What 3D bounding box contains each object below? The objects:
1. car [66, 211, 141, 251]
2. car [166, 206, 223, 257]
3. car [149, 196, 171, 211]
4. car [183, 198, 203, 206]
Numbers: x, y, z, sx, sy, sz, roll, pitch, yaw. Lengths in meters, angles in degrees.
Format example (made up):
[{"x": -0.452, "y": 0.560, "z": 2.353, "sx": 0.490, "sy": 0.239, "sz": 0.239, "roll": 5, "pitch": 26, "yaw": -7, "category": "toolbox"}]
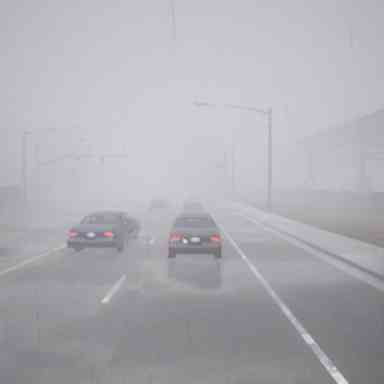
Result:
[{"x": -3.395, "y": 1.470, "z": 13.678, "sx": 2.033, "sy": 1.411, "sz": 5.357, "roll": 0, "pitch": 0, "yaw": 0, "category": "car"}, {"x": 0.096, "y": 1.476, "z": 12.571, "sx": 2.033, "sy": 1.411, "sz": 5.357, "roll": 0, "pitch": 0, "yaw": 0, "category": "car"}, {"x": -3.412, "y": 1.205, "z": 35.647, "sx": 1.812, "sy": 1.442, "sz": 4.674, "roll": 0, "pitch": 1, "yaw": 0, "category": "car"}, {"x": 0.092, "y": 1.257, "z": 32.091, "sx": 1.812, "sy": 1.442, "sz": 4.674, "roll": 0, "pitch": 1, "yaw": 0, "category": "car"}]
